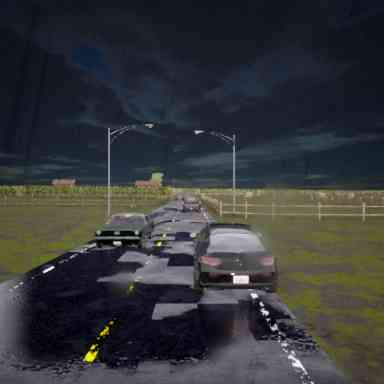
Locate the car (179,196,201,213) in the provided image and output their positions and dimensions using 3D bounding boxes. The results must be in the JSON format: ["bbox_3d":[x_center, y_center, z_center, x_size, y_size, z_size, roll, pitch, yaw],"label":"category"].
[{"bbox_3d":[-0.034,1.485,36.560,2.128,1.511,4.902,0,0,0],"label":"car"}]

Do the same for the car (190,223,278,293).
[{"bbox_3d":[0.939,1.526,8.722,1.812,1.442,4.674,0,0,0],"label":"car"}]

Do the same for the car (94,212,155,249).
[{"bbox_3d":[-2.791,1.600,14.614,1.895,1.301,4.718,0,0,0],"label":"car"}]

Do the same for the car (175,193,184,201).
[{"bbox_3d":[-2.992,1.188,83.348,2.150,2.045,5.566,0,0,0],"label":"car"}]
